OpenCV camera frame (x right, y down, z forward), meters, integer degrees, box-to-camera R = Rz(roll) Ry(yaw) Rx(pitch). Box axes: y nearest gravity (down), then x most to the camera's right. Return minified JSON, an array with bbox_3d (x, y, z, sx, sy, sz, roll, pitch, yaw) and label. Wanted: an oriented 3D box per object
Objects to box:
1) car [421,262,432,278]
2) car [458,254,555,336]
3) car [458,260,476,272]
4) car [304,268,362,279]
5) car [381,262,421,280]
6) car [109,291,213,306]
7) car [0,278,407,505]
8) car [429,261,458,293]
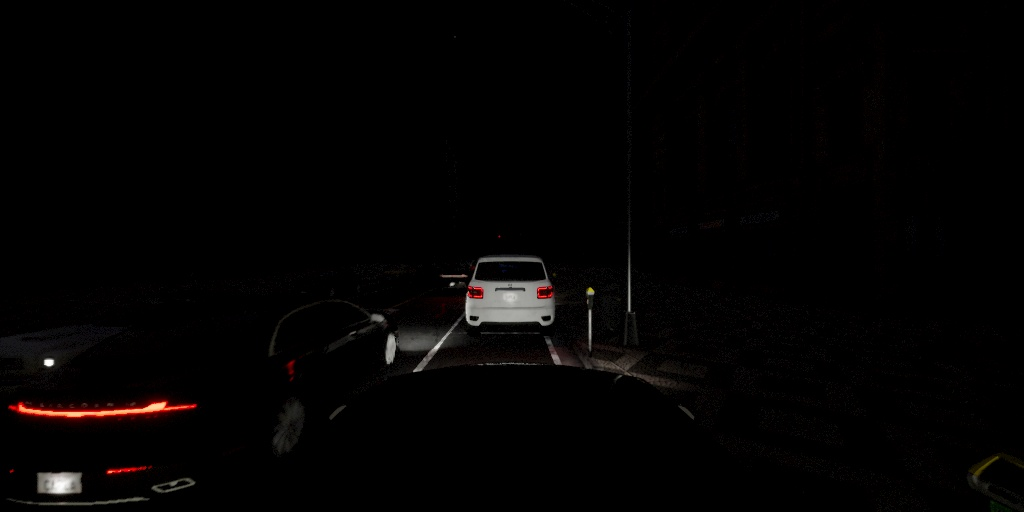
[{"bbox_3d":[-8.922,1.298,34.154,1.888,1.381,4.507,0,0,0],"label":"car"},{"bbox_3d":[-0.039,0.979,10.530,2.150,2.045,5.566,0,0,0],"label":"car"},{"bbox_3d":[-6.145,1.320,49.450,1.812,1.442,4.674,0,0,0],"label":"car"},{"bbox_3d":[-8.919,1.296,17.578,1.888,1.381,4.507,0,0,0],"label":"car"},{"bbox_3d":[-8.921,1.278,28.459,1.751,1.417,4.829,0,0,0],"label":"car"},{"bbox_3d":[-6.245,1.351,6.416,1.895,1.301,4.718,0,0,0],"label":"car"},{"bbox_3d":[-3.046,1.257,4.835,1.837,1.490,4.892,0,1,0],"label":"car"},{"bbox_3d":[-3.046,1.242,20.779,2.128,1.511,4.902,0,0,0],"label":"car"}]
